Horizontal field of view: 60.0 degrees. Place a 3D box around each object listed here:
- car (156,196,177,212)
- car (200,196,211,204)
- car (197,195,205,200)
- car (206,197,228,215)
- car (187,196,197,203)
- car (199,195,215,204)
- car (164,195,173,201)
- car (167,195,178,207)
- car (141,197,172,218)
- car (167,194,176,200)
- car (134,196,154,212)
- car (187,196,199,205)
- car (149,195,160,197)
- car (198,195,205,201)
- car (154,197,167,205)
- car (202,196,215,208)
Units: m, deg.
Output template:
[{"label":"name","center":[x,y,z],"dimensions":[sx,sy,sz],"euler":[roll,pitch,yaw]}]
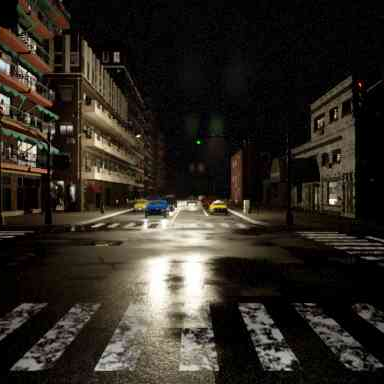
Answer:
[{"label":"car","center":[-3.136,1.548,39.897],"dimensions":[1.812,1.442,4.674],"euler":[0,0,0]},{"label":"car","center":[2.601,1.609,66.995],"dimensions":[2.008,1.369,4.403],"euler":[0,0,0]},{"label":"car","center":[2.562,1.665,94.691],"dimensions":[2.008,1.369,4.403],"euler":[0,0,0]},{"label":"car","center":[2.647,1.542,33.930],"dimensions":[1.752,1.417,4.829],"euler":[0,0,0]},{"label":"car","center":[-0.050,1.609,70.574],"dimensions":[2.033,1.411,5.357],"euler":[0,0,0]},{"label":"car","center":[2.625,1.349,50.378],"dimensions":[2.192,1.841,5.009],"euler":[0,0,0]},{"label":"car","center":[-5.802,1.530,83.601],"dimensions":[1.967,1.590,4.097],"euler":[0,0,0]},{"label":"car","center":[-3.143,1.538,49.965],"dimensions":[1.837,1.490,4.892],"euler":[0,0,0]},{"label":"car","center":[-3.142,1.492,30.618],"dimensions":[1.882,1.535,5.008],"euler":[0,0,0]},{"label":"car","center":[-5.817,1.429,94.680],"dimensions":[2.192,1.841,5.009],"euler":[0,0,0]},{"label":"car","center":[-5.742,1.547,39.117],"dimensions":[1.752,1.417,4.829],"euler":[0,0,0]},{"label":"car","center":[0.015,1.648,60.366],"dimensions":[1.895,1.301,4.718],"euler":[0,0,0]},{"label":"car","center":[-5.756,1.349,50.366],"dimensions":[2.192,1.841,5.009],"euler":[0,0,0]},{"label":"car","center":[2.570,1.627,89.322],"dimensions":[1.752,1.417,4.829],"euler":[0,0,0]},{"label":"car","center":[-5.772,1.600,61.444],"dimensions":[2.008,1.369,4.403],"euler":[0,0,0]},{"label":"car","center":[2.631,1.609,44.839],"dimensions":[1.802,1.307,4.206],"euler":[0,0,0]}]
